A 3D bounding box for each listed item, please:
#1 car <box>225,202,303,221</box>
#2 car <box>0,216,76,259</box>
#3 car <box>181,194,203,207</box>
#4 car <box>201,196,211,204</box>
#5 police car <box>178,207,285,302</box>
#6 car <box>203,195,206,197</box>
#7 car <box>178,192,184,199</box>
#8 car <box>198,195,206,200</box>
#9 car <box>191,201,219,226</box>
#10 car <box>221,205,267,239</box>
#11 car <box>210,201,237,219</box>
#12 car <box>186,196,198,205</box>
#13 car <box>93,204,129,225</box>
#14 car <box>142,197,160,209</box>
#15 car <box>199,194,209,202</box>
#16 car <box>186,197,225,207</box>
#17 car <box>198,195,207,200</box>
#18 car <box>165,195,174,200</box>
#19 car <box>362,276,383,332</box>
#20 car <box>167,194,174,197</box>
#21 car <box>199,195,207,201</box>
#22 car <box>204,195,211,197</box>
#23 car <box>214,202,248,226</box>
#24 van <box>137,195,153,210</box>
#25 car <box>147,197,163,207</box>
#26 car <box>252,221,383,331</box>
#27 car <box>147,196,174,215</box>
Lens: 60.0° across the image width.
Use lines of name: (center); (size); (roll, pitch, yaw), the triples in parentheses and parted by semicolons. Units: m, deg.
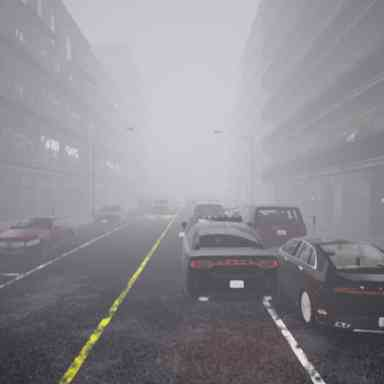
car: (2.699, 1.305, 12.412); (2.192, 1.841, 5.009); (1, 0, 0)
car: (-5.685, 1.572, 12.467); (1.802, 1.307, 4.206); (1, 0, 0)
car: (-0.004, 1.446, 44.916); (2.128, 1.511, 4.902); (0, 0, 0)
car: (2.681, 1.508, 63.451); (1.802, 1.307, 4.206); (1, 0, 0)
police car: (0.694, 1.419, 8.444); (1.930, 1.638, 5.238); (0, 0, -2)
car: (2.683, 1.376, 57.779); (1.967, 1.590, 4.097); (1, 0, 0)
car: (-3.032, 1.092, 94.307); (2.150, 2.045, 5.566); (0, 0, 0)
car: (2.671, 1.425, 91.803); (2.008, 1.369, 4.403); (1, 0, 0)
car: (0.836, 1.484, 24.349); (1.837, 1.490, 4.892); (0, 0, 0)
car: (2.695, 1.510, 18.253); (1.752, 1.417, 4.829); (1, 0, 0)
car: (2.691, 1.518, 29.424); (1.887, 1.381, 4.507); (1, 0, 0)
car: (-0.020, 1.498, 58.527); (1.994, 1.385, 4.181); (0, 0, 0)
car: (-5.688, 1.545, 23.810); (1.947, 1.339, 4.313); (1, 0, 0)
car: (-5.695, 1.497, 46.495); (1.887, 1.381, 4.507); (1, 0, 0)
car: (2.678, 1.347, 74.790); (1.967, 1.590, 4.097); (1, 0, 0)
car: (0.858, 1.336, 18.318); (2.097, 1.767, 4.553); (0, 0, 0)
car: (2.673, 1.436, 86.132); (2.008, 1.369, 4.403); (1, 0, 0)
car: (-5.707, 1.436, 86.195); (2.008, 1.369, 4.403); (1, 0, 0)
car: (2.700, 1.550, 1.070); (2.008, 1.369, 4.403); (1, 0, 0)
car: (-5.704, 1.472, 74.853); (1.947, 1.339, 4.313); (1, 0, 0)
car: (2.675, 1.441, 80.462); (1.887, 1.381, 4.507); (1, 0, 0)
car: (2.688, 1.485, 40.936); (1.752, 1.417, 4.829); (1, 0, 0)
car: (2.692, 1.524, 23.754); (1.887, 1.381, 4.507); (1, 0, 0)
van: (-5.690, 1.301, 40.824); (1.690, 1.788, 3.998); (1, 0, 0)
car: (-5.696, 1.495, 52.167); (2.008, 1.369, 4.403); (1, 0, 0)
car: (2.698, 1.546, 6.740); (2.008, 1.369, 4.403); (1, 0, 0)
car: (-3.112, 1.473, 33.967); (1.837, 1.490, 4.892); (0, 0, 0)
